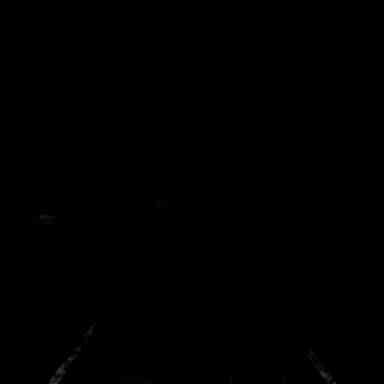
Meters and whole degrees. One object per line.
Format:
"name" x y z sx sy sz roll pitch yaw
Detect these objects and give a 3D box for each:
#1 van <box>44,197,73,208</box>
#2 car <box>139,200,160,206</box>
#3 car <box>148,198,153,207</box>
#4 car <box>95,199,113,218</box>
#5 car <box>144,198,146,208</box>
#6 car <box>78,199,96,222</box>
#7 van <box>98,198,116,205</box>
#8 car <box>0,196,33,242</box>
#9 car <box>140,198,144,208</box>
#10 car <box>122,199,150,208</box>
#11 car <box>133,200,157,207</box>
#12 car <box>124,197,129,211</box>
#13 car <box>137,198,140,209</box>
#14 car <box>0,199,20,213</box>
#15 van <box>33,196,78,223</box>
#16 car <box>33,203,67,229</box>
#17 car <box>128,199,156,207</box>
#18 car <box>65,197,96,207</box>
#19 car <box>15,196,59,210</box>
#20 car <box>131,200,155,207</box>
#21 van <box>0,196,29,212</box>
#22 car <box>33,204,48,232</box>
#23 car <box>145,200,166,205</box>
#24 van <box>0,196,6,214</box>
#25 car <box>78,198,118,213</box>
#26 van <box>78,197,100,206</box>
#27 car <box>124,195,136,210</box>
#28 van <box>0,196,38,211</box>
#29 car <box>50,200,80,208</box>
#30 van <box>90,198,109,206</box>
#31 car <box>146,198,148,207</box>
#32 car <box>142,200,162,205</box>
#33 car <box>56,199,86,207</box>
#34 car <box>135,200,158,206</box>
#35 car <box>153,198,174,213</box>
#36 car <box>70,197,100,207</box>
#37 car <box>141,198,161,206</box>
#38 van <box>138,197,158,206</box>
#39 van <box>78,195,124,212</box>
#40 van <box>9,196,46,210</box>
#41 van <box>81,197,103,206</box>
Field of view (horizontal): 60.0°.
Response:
"van" -23.475 1.840 58.633 4.442 1.987 1.878 0 -1 0
"car" -10.286 2.609 80.829 4.792 1.488 2.163 0 -1 0
"car" -10.093 2.063 58.626 5.366 1.575 1.946 0 -1 0
"car" -10.276 1.617 30.887 4.792 1.488 2.163 0 0 0
"car" -10.253 1.812 53.078 4.553 1.767 2.185 0 -1 0
"car" -10.317 1.548 25.336 5.008 1.535 2.097 0 0 0
"van" -23.442 2.648 91.860 4.442 1.987 1.878 0 -2 0
"car" -10.294 1.219 14.234 5.566 2.045 2.435 0 0 0
"car" -10.282 1.873 50.299 5.008 1.535 2.097 0 -1 0
"car" -10.270 2.131 61.401 4.892 1.521 2.231 0 -1 0
"car" -10.236 2.417 72.502 4.792 1.488 2.163 0 -1 0
"car" -10.327 1.676 39.223 4.792 1.488 2.163 0 -1 0
"car" -10.292 1.849 47.523 4.674 1.452 2.002 0 -1 0
"car" -23.383 1.647 39.386 5.008 1.535 2.097 0 0 0
"van" -10.431 1.303 22.562 4.442 1.987 1.878 0 0 0
"car" -10.320 1.549 19.784 4.674 1.452 2.002 0 0 0
"car" -10.085 2.256 66.952 5.366 1.575 1.946 0 -1 0
"car" -23.319 2.074 69.837 5.566 2.045 2.435 0 -1 0
"car" -23.339 1.623 50.326 5.566 2.045 2.435 0 -1 0
"car" -10.239 2.352 69.727 4.792 1.488 2.163 0 -1 0
"van" -23.259 1.456 42.008 4.442 1.987 1.878 0 -1 0
"car" -10.349 1.519 17.008 4.792 1.488 2.163 0 0 0
"car" -10.061 2.869 91.799 5.366 1.575 1.946 0 -2 0
"van" -23.264 1.402 36.617 4.442 1.987 1.878 0 0 0
"car" -10.306 1.647 33.664 4.674 1.452 2.002 0 0 0
"van" -23.225 2.228 75.375 4.442 1.987 1.878 0 -1 0
"car" -10.324 1.429 41.979 5.566 2.045 2.435 0 -1 0
"van" -23.489 1.523 44.911 4.442 1.987 1.878 0 -1 0
"car" -23.359 2.170 61.397 4.674 1.452 2.002 0 -1 0
"van" -23.225 2.423 83.699 4.442 1.987 1.878 0 -1 0
"car" -10.250 1.876 55.853 4.553 1.767 2.185 0 -1 0
"car" -10.245 2.718 86.381 4.892 1.521 2.231 0 -2 0
"car" -23.347 2.197 64.292 5.008 1.535 2.097 0 -1 0
"car" -10.233 2.481 75.278 4.792 1.488 2.163 0 -1 0
"car" -3.324 1.724 41.371 1.882 1.535 5.008 0 -1 0
"car" -23.317 2.138 72.607 5.566 2.045 2.435 0 -1 0
"car" -10.285 2.521 83.605 4.553 1.767 2.185 0 -1 0
"van" -10.376 2.290 78.059 4.442 1.987 1.878 0 -1 0
"van" -10.184 1.401 36.442 4.442 1.987 1.878 0 0 0
"van" -23.486 1.584 47.555 4.442 1.987 1.878 0 -1 0
"van" -23.456 2.292 78.145 4.442 1.987 1.878 0 -1 0
